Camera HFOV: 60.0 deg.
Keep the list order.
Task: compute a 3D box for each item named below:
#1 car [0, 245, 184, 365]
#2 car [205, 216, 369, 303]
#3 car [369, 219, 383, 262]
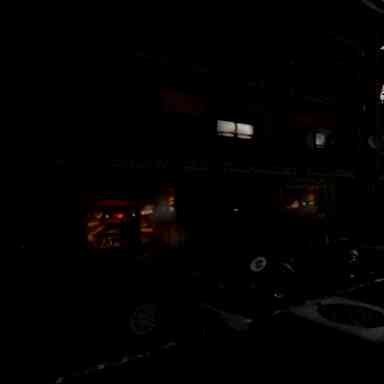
[{"bbox_3d":[-2.239,1.546,4.969,4.507,1.381,1.887,0,0,-36],"label":"car"},{"bbox_3d":[2.261,1.451,8.180,4.097,1.590,1.967,0,0,-36],"label":"car"},{"bbox_3d":[6.760,1.603,11.390,4.206,1.307,1.802,0,0,-36],"label":"car"}]
